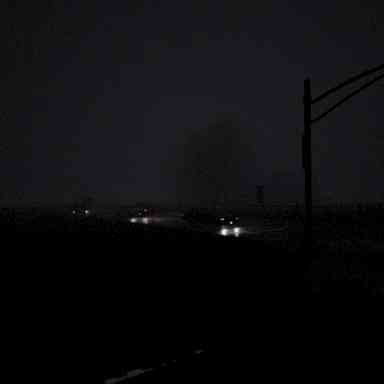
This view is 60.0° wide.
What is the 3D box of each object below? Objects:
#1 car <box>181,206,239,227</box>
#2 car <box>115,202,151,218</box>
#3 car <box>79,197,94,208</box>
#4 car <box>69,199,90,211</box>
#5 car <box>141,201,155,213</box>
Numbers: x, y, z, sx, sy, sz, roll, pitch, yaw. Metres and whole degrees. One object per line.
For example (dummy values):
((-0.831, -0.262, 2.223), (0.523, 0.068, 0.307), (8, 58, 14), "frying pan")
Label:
((1.233, 1.836, 25.801), (2.033, 1.411, 5.357), (-1, 0, -36), "car")
((-6.800, 2.078, 36.994), (1.895, 1.301, 4.718), (-1, 0, -36), "car")
((-20.030, 2.014, 61.733), (2.150, 2.045, 5.566), (-1, 0, -36), "car")
((-18.552, 2.278, 53.518), (1.837, 1.490, 4.892), (-1, 0, -36), "car")
((-6.586, 1.966, 43.028), (2.128, 1.511, 4.902), (-1, 0, -36), "car")
